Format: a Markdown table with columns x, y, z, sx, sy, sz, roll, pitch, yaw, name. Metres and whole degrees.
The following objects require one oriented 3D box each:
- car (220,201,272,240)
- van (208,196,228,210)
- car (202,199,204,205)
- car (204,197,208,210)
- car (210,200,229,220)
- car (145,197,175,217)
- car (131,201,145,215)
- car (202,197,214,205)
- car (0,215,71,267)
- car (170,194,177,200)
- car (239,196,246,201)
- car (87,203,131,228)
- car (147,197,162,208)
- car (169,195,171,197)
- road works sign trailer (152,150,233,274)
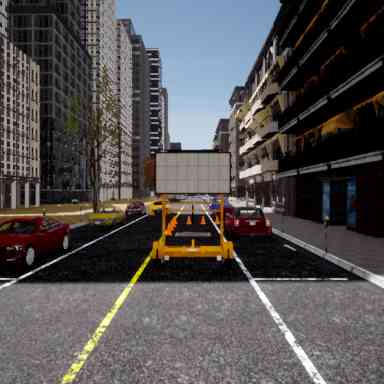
| x | y | z | sx | sy | sz | roll | pitch | yaw | name |
| --- | --- | --- | --- | --- | --- | --- | --- | --- | --- |
| 2.737 | 1.444 | 16.916 | 1.967 | 1.590 | 4.097 | 0 | 0 | 0 | car |
| 2.786 | 1.357 | 33.514 | 1.690 | 1.788 | 3.998 | 0 | 0 | 0 | van |
| 2.835 | 1.581 | 50.112 | 2.008 | 1.369 | 4.403 | 0 | 0 | 0 | car |
| 2.802 | 1.460 | 39.047 | 1.967 | 1.590 | 4.097 | 0 | 0 | 0 | car |
| 2.769 | 1.593 | 27.982 | 1.802 | 1.307 | 4.206 | 0 | 0 | 0 | car |
| -2.910 | 1.491 | 31.396 | 1.882 | 1.535 | 5.008 | 0 | 0 | 0 | car |
| -5.595 | 1.597 | 33.540 | 1.802 | 1.307 | 4.206 | 0 | 0 | 0 | car |
| 2.867 | 1.594 | 61.178 | 2.008 | 1.369 | 4.403 | 0 | 0 | 0 | car |
| -5.660 | 1.547 | 11.409 | 1.887 | 1.381 | 4.507 | 0 | 0 | 0 | car |
| -5.419 | 1.415 | 93.591 | 2.192 | 1.841 | 5.009 | 0 | 0 | 0 | car |
| 13.661 | 1.414 | 80.552 | 4.403 | 1.369 | 2.008 | -1 | 1 | 0 | car |
| -5.627 | 1.532 | 22.304 | 1.752 | 1.417 | 4.829 | 0 | 0 | 0 | car |
| -5.546 | 1.555 | 49.967 | 1.752 | 1.417 | 4.829 | 0 | 0 | 0 | car |
| -5.513 | 1.588 | 61.203 | 1.887 | 1.381 | 4.507 | 0 | 0 | 0 | car |
| 0.028 | 0.466 | 10.594 | 2.380 | 3.560 | 2.880 | 0 | 0 | 0 | road works sign trailer |
